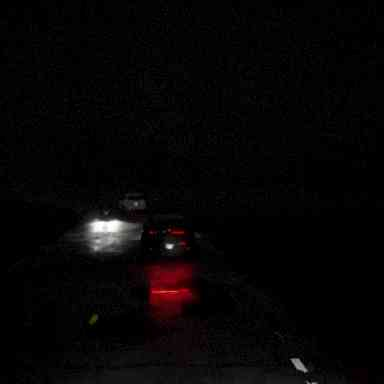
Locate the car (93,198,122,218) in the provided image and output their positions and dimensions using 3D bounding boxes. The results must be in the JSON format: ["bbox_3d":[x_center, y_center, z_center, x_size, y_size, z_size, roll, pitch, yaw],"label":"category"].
[{"bbox_3d":[-7.814,1.508,29.752,2.128,1.511,4.902,0,0,-18],"label":"car"}]

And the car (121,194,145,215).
[{"bbox_3d":[-6.277,1.192,34.438,2.150,2.045,5.566,-1,0,-20],"label":"car"}]

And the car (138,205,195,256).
[{"bbox_3d":[-1.016,1.488,13.082,1.837,1.490,4.892,0,0,-7],"label":"car"}]
